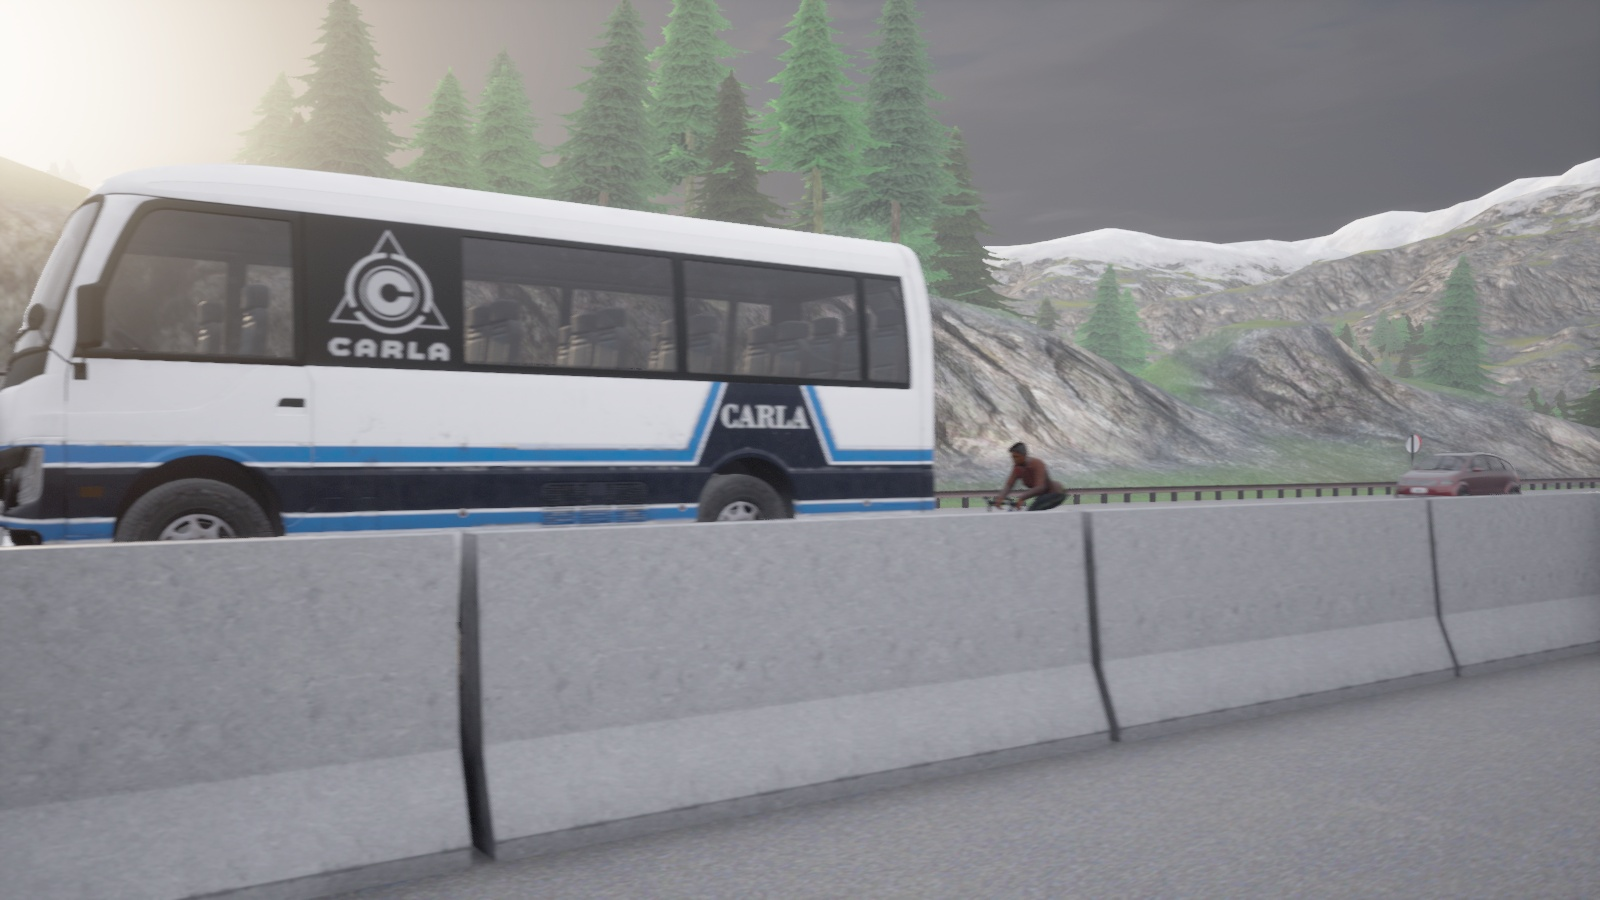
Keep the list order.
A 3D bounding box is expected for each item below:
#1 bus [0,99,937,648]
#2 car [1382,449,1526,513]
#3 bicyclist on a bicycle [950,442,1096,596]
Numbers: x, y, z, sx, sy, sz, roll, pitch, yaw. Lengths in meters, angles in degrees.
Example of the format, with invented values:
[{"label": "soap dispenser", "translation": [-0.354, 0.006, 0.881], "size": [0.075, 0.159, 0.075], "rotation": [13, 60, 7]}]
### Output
[{"label": "bus", "translation": [-3.695, -0.590, 13.885], "size": [10.273, 4.253, 3.944], "rotation": [0, 0, -35]}, {"label": "car", "translation": [16.943, 0.769, 32.510], "size": [3.705, 1.549, 1.789], "rotation": [0, 0, -35]}, {"label": "bicyclist on a bicycle", "translation": [2.487, 0.726, 13.919], "size": [1.656, 1.620, 0.582], "rotation": [0, 0, -35]}]
